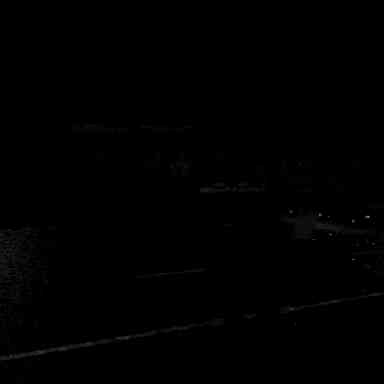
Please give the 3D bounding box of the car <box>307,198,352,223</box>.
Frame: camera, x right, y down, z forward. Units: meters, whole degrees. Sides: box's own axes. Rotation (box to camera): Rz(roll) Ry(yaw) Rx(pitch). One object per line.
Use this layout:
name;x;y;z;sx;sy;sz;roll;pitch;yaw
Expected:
car;10.767;1.275;23.063;4.892;1.490;1.837;-1;0;-22

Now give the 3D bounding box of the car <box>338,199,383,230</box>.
car;11.155;1.310;19.436;4.674;1.442;1.812;-1;0;-22

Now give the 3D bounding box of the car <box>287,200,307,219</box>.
car;9.862;1.267;26.469;4.892;1.490;1.837;-1;0;-22
